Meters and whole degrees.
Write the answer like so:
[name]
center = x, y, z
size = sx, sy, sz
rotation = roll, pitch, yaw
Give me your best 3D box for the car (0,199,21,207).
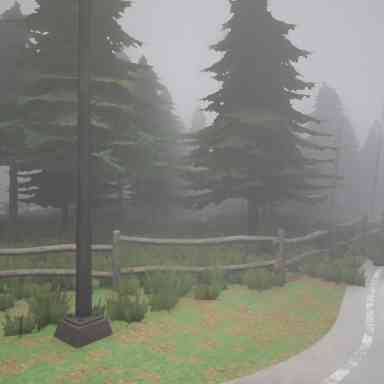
[car]
center = -19.308, 1.453, 35.323
size = 2.128, 1.511, 4.902
rotation = 0, 0, 3
